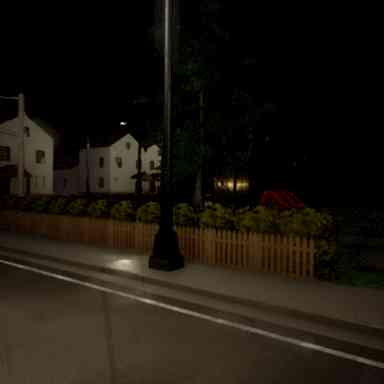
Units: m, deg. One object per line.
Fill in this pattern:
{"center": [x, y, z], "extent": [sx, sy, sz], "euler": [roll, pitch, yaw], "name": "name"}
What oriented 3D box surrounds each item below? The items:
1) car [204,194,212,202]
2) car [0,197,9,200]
{"center": [2.822, 1.092, 60.257], "extent": [2.128, 1.511, 4.902], "euler": [1, 0, 35], "name": "car"}
{"center": [-17.372, 1.143, 31.232], "extent": [2.033, 1.411, 5.357], "euler": [1, 1, 35], "name": "car"}
